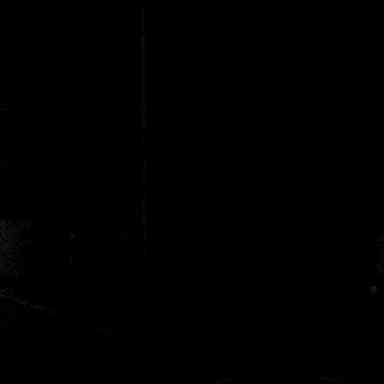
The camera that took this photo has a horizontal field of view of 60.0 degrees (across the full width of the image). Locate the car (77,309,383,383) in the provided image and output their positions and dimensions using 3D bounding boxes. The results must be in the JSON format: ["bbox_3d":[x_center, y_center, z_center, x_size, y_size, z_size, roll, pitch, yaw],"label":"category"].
[{"bbox_3d":[1.001,1.570,2.251,4.313,1.339,1.947,-1,-1,35],"label":"car"}]
